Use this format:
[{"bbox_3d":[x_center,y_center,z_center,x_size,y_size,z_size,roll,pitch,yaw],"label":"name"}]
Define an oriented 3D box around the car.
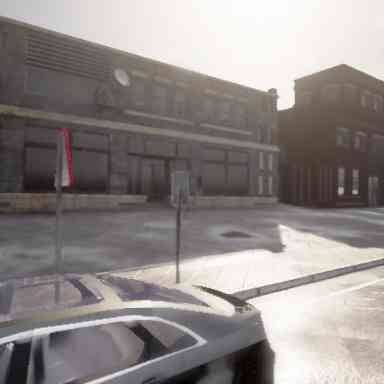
[{"bbox_3d":[-1.511,1.489,2.300,4.902,1.511,2.128,0,0,-35],"label":"car"}]
